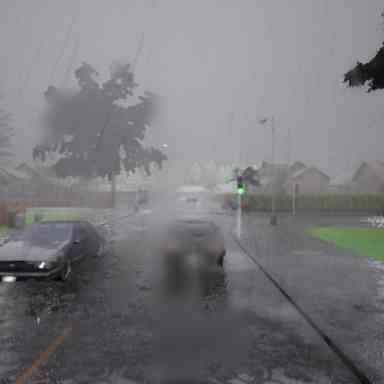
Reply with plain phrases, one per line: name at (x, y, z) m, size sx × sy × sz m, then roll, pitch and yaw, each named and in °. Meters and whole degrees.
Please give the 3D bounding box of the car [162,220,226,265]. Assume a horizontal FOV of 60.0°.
car at (0.071, 1.629, 11.829) m, size 1.895 × 1.301 × 4.718 m, roll 0°, pitch 0°, yaw 0°

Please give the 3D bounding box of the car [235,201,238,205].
car at (8.876, 1.468, 48.230) m, size 5.357 × 1.415 × 2.033 m, roll 0°, pitch 0°, yaw 3°

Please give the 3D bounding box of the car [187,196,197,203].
car at (-0.012, 1.489, 69.626) m, size 1.882 × 1.535 × 5.008 m, roll 0°, pitch 0°, yaw 0°

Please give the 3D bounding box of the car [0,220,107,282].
car at (-4.066, 1.571, 10.093) m, size 2.033 × 1.411 × 5.357 m, roll 0°, pitch 0°, yaw 0°
